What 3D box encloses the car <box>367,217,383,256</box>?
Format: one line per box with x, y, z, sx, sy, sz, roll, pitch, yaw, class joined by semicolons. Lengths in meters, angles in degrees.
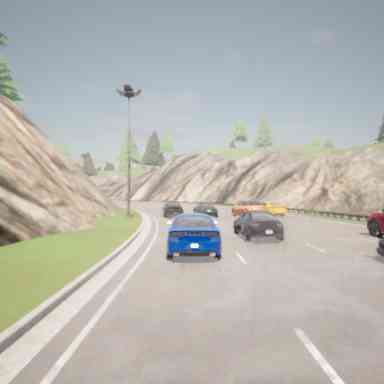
7.093;1.614;8.700;2.033;1.411;5.357;0;0;0;car

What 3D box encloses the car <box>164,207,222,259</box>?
0.028;1.577;13.053;1.882;1.535;5.008;0;0;-1;car

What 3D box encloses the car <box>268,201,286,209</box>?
8.235;1.746;35.544;1.882;1.535;5.008;0;0;-10;car

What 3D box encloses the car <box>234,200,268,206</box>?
5.261;1.593;32.046;2.097;1.767;4.553;0;0;-9;car

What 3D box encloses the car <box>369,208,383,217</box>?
10.474;1.340;15.370;2.150;2.045;5.566;0;0;-2;car

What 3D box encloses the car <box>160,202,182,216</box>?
-2.053;1.759;33.532;1.837;1.490;4.892;1;0;-10;car

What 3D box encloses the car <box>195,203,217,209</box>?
1.301;1.825;34.505;1.994;1.385;4.181;0;0;-10;car

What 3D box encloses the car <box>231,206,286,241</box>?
3.361;1.656;17.282;1.812;1.442;4.674;0;0;-3;car
